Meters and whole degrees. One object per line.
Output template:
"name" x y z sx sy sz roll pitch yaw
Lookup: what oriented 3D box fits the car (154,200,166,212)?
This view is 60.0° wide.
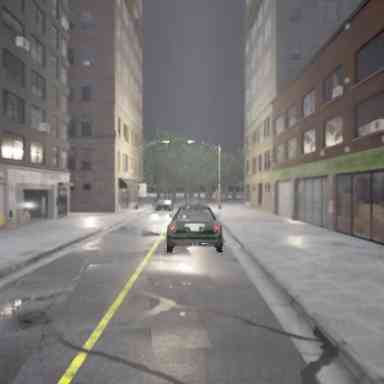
"car" -3.002 1.528 36.491 1.895 1.301 4.718 0 0 0

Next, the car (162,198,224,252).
"car" 0.099 1.303 13.846 2.097 1.767 4.553 0 0 0
